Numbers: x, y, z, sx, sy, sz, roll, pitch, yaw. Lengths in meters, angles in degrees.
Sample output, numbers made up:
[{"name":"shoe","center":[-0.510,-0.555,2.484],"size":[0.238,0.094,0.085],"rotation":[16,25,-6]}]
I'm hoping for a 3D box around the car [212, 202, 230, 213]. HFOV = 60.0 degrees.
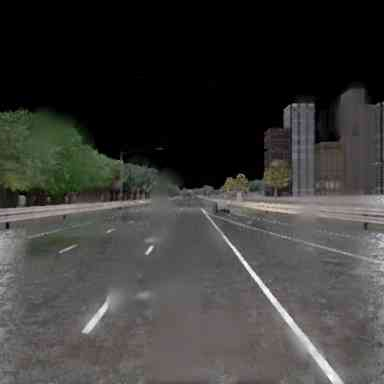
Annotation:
[{"name":"car","center":[3.893,2.122,45.040],"size":[2.033,1.411,5.357],"rotation":[0,-1,-3]}]
